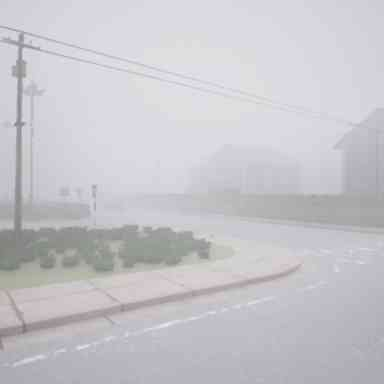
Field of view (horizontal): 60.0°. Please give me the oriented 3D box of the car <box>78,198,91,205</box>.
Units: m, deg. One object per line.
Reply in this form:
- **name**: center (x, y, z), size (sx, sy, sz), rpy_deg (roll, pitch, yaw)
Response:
- **car**: center (-18.378, 1.665, 55.244), size (1.882, 1.535, 5.008), rpy_deg (1, 0, -36)

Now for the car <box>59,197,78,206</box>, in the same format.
- **car**: center (-22.990, 1.680, 61.645), size (2.128, 1.511, 4.902), rpy_deg (1, 0, -36)

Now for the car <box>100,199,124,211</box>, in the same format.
- **car**: center (-10.749, 1.681, 44.691), size (2.128, 1.511, 4.902), rpy_deg (1, 0, -35)

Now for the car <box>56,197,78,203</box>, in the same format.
- **car**: center (-19.838, 1.644, 51.276), size (2.128, 1.511, 4.902), rpy_deg (1, -1, -36)
